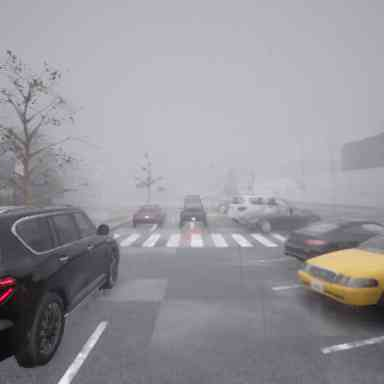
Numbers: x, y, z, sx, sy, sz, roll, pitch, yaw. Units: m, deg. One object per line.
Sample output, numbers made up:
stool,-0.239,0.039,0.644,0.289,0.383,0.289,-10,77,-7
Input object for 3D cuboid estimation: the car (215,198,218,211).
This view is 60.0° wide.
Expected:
car,5.246,1.548,31.230,5.366,1.575,1.946,1,-1,-20

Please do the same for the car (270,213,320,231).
car,5.066,1.525,10.290,4.674,1.452,2.002,1,0,-20

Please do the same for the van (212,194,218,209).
van,4.967,1.355,37.087,4.442,1.987,1.878,1,0,-20

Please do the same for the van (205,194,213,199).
van,4.972,1.612,92.355,4.442,1.987,1.878,1,-2,-20

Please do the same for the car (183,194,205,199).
car,0.104,1.328,39.741,2.150,2.045,5.566,0,0,0

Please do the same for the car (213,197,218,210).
car,5.098,1.596,34.159,4.792,1.488,2.163,1,-1,-20

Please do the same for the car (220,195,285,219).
car,5.101,1.257,22.233,5.566,2.045,2.435,1,0,-20

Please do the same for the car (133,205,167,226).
car,-2.898,1.585,23.516,1.994,1.385,4.181,0,0,0

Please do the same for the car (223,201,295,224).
car,5.078,1.520,25.197,5.008,1.535,2.097,1,0,-20

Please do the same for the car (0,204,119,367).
car,-2.886,1.215,5.901,2.150,2.045,5.566,0,0,1

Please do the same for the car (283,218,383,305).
car,4.897,1.479,7.242,5.366,1.575,1.946,1,0,-20

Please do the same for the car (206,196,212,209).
car,4.901,1.594,40.045,5.366,1.575,1.946,1,0,-20

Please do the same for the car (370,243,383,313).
car,5.096,1.518,4.337,4.792,1.488,2.163,1,0,-20

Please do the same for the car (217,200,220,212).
car,5.066,1.535,28.182,4.892,1.521,2.231,1,-1,-20

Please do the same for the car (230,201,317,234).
car,5.081,1.500,19.231,4.892,1.521,2.231,1,0,-20

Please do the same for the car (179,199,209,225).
car,0.101,1.528,24.259,1.837,1.490,4.892,0,0,0
